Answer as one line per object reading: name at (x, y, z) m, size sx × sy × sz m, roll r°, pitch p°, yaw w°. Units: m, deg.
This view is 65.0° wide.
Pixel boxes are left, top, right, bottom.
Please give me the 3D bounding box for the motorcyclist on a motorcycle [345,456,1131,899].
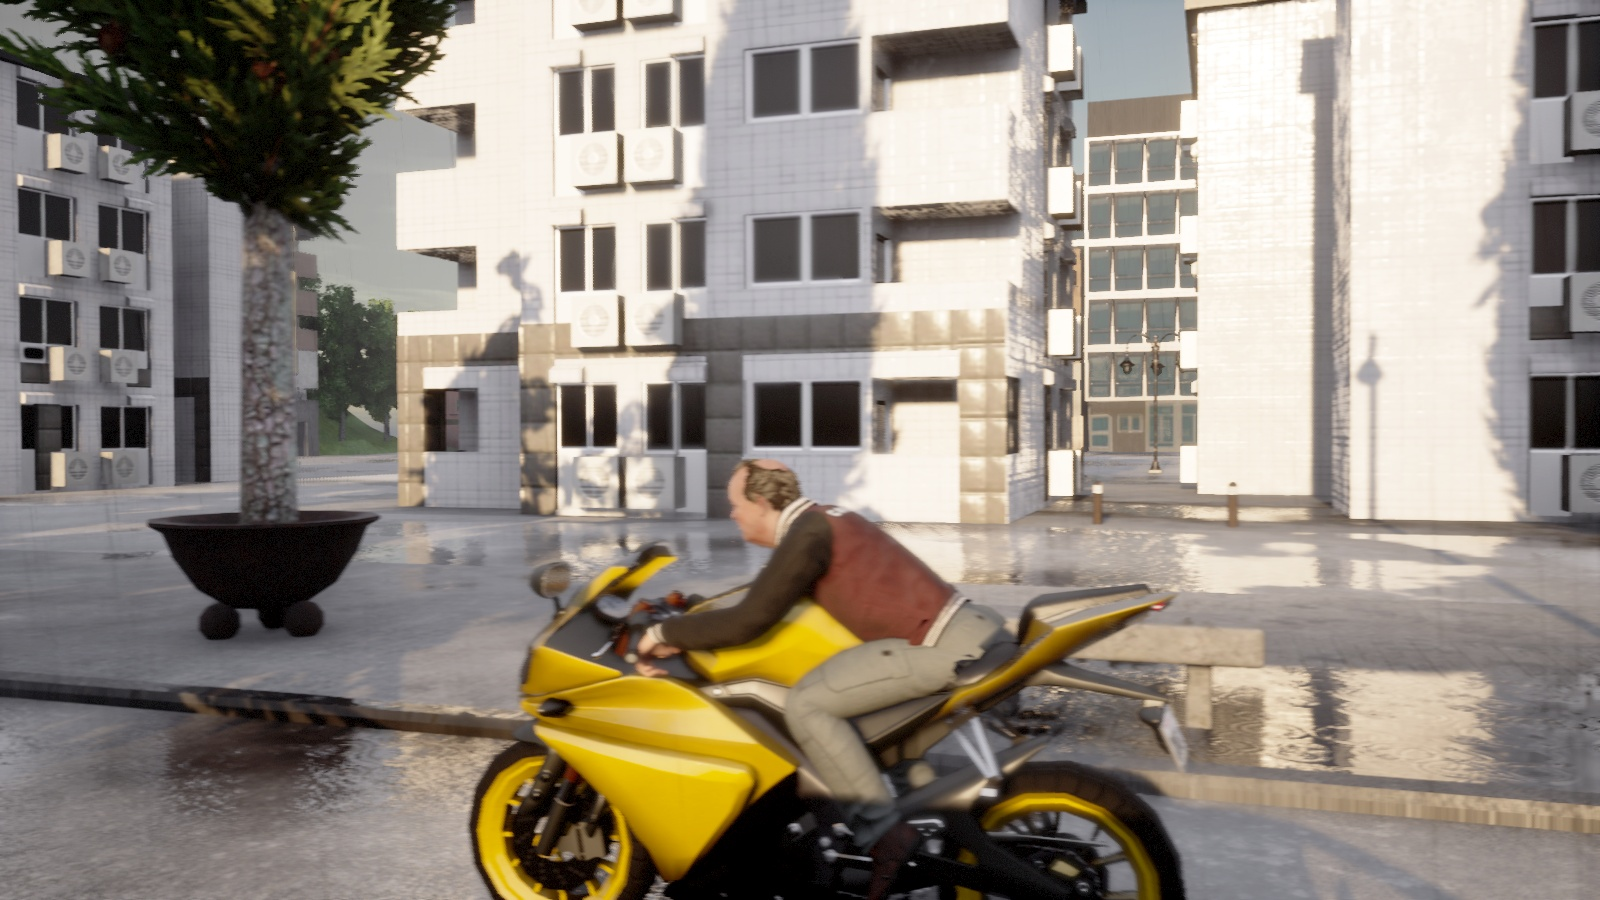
motorcyclist on a motorcycle at (-0.170, 0.800, 3.778) m, size 2.191 × 1.530 × 0.866 m, roll 1°, pitch 1°, yaw 19°
